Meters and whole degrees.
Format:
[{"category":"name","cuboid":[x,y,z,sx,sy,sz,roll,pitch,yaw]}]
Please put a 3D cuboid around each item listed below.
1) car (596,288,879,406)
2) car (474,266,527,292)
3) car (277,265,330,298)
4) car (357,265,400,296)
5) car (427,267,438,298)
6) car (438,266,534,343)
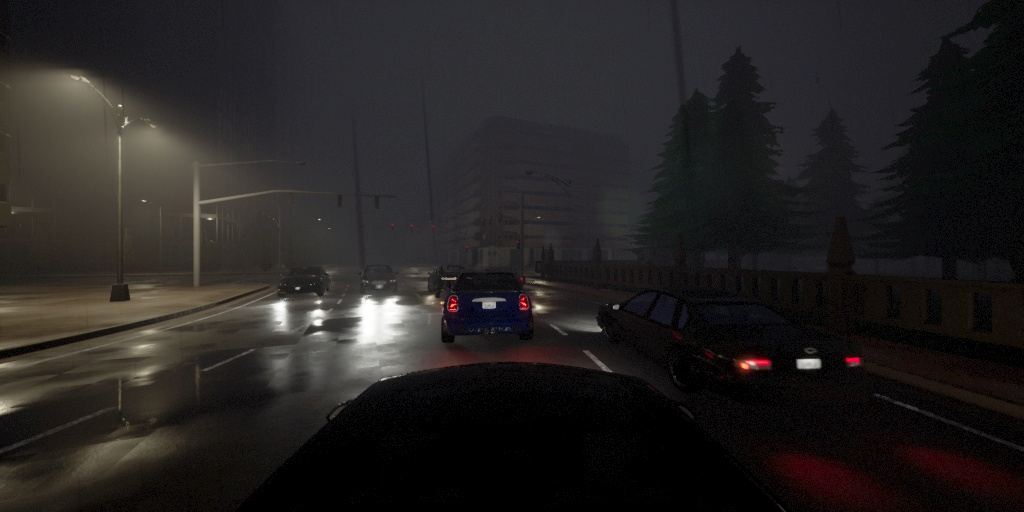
[{"category":"car","cuboid":[3.227,1.298,6.664,2.033,1.411,5.357,0,0,-5]},{"category":"car","cuboid":[-0.857,1.351,22.215,1.895,1.301,4.718,0,0,-20]},{"category":"car","cuboid":[-10.669,1.258,18.610,1.837,1.490,4.892,0,-1,-22]},{"category":"car","cuboid":[-7.368,1.243,19.774,2.128,1.511,4.902,0,0,-22]},{"category":"car","cuboid":[-3.262,1.241,18.628,2.128,1.511,4.902,0,0,-19]},{"category":"car","cuboid":[-0.807,1.102,9.972,2.097,1.767,4.553,0,0,-8]}]
